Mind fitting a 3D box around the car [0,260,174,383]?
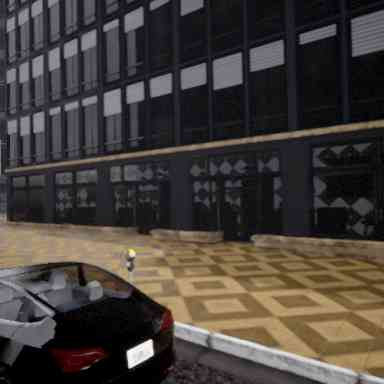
[{"bbox_3d":[-2.186,1.609,4.409,4.313,1.339,1.947,-1,-1,36],"label":"car"}]
